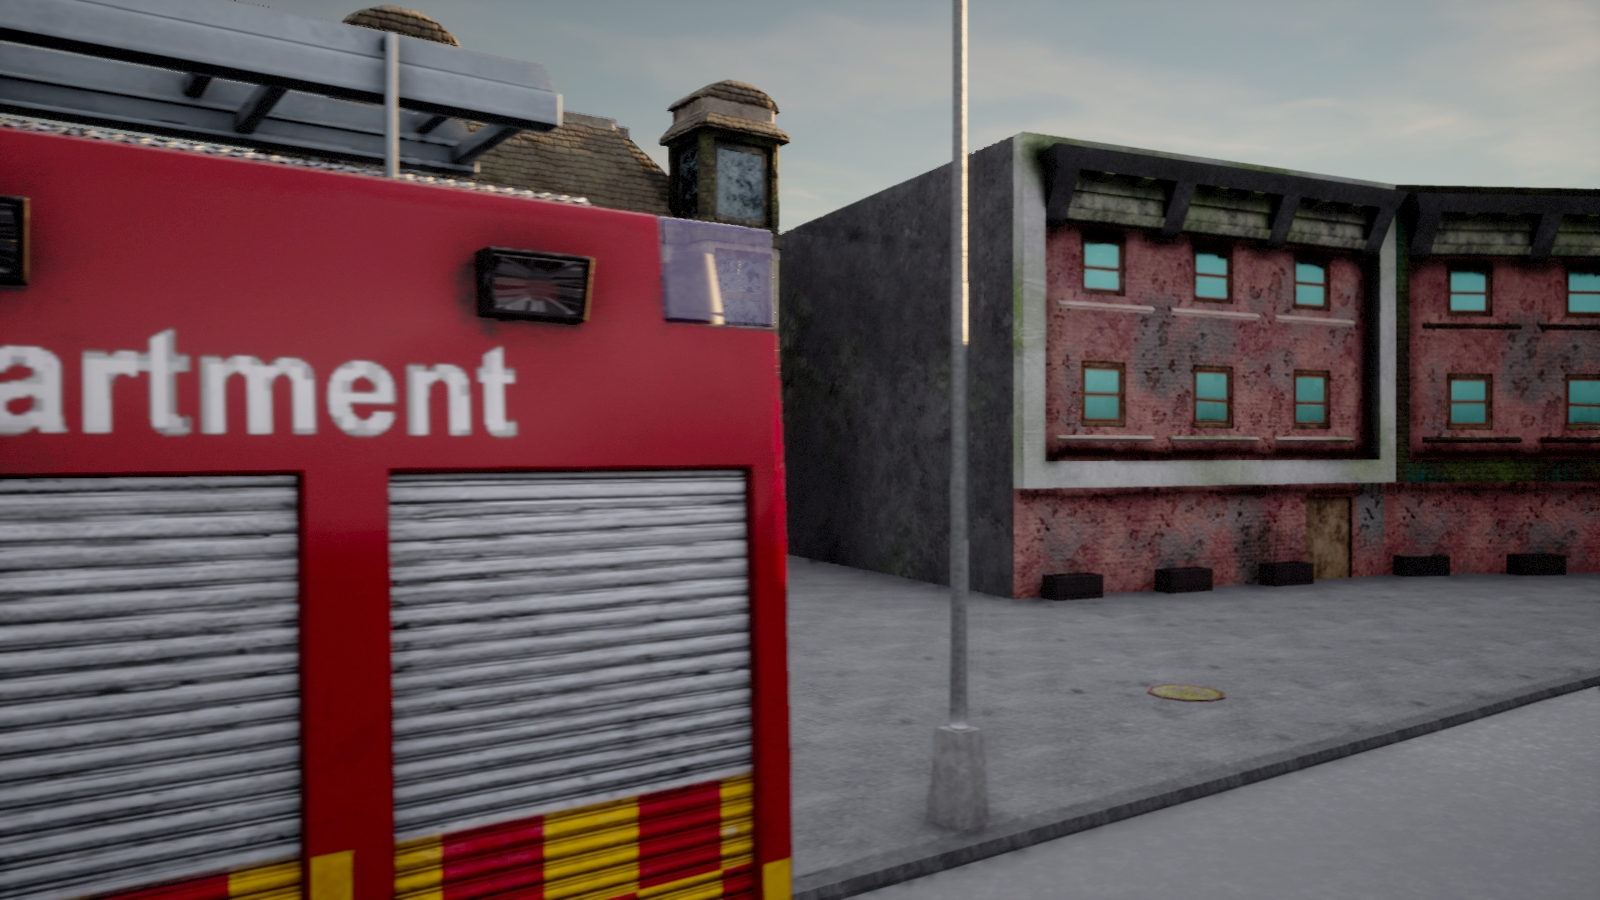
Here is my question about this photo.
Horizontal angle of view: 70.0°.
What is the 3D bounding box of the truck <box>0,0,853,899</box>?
[{"bbox_3d":[-4.156,0.670,1.546,8.468,3.827,2.891,0,0,-35],"label":"truck"}]
